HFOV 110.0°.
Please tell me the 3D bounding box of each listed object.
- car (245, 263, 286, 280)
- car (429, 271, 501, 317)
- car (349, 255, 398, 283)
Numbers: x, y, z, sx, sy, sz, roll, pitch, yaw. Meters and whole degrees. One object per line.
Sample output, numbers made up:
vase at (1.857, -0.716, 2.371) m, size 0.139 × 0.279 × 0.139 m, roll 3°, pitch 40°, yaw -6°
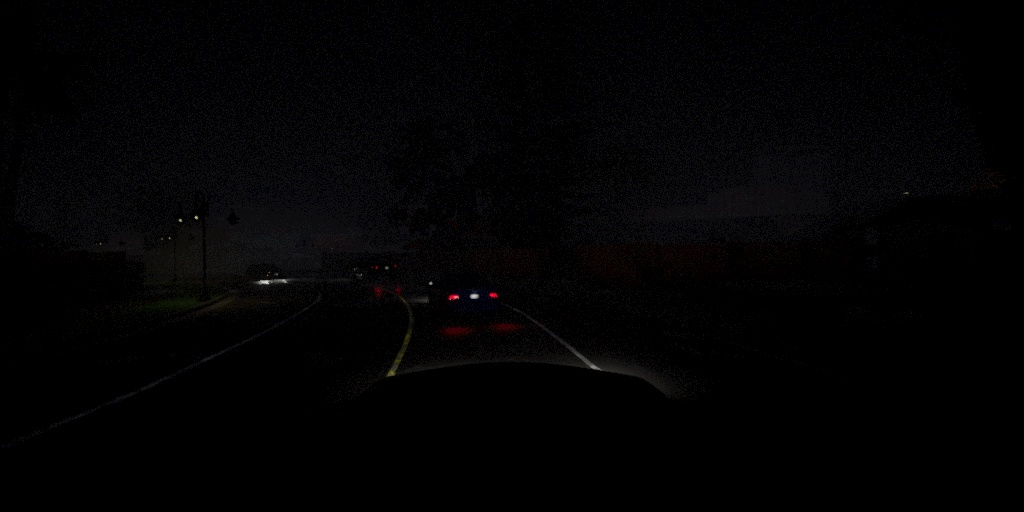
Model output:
car at (-23.335, 1.426, 33.803) m, size 4.892 × 1.490 × 1.837 m, roll -1°, pitch 0°, yaw 33°
car at (-1.903, 1.255, 13.068) m, size 2.033 × 1.411 × 5.357 m, roll -1°, pitch 0°, yaw -18°
car at (-11.050, 0.987, 28.489) m, size 2.150 × 2.045 × 5.566 m, roll -1°, pitch 0°, yaw -42°
